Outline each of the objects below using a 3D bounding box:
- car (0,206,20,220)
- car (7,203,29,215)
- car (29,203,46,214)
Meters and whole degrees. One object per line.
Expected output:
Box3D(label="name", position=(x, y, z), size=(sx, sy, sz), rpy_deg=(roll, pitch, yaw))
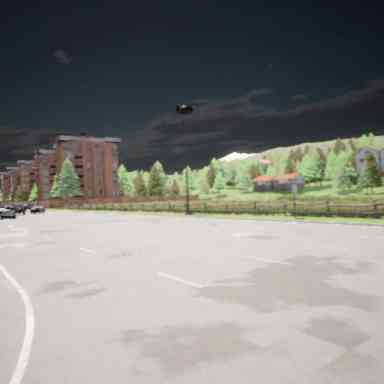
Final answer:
Box3D(label="car", position=(-26.369, 3.166, 47.486), size=(1.994, 1.385, 4.181), rpy_deg=(-2, -1, -37))
Box3D(label="car", position=(-32.221, 3.215, 61.143), size=(2.150, 2.045, 5.566), rpy_deg=(-2, -1, -37))
Box3D(label="car", position=(-29.149, 3.356, 62.889), size=(1.882, 1.535, 5.008), rpy_deg=(-2, -1, -37))
